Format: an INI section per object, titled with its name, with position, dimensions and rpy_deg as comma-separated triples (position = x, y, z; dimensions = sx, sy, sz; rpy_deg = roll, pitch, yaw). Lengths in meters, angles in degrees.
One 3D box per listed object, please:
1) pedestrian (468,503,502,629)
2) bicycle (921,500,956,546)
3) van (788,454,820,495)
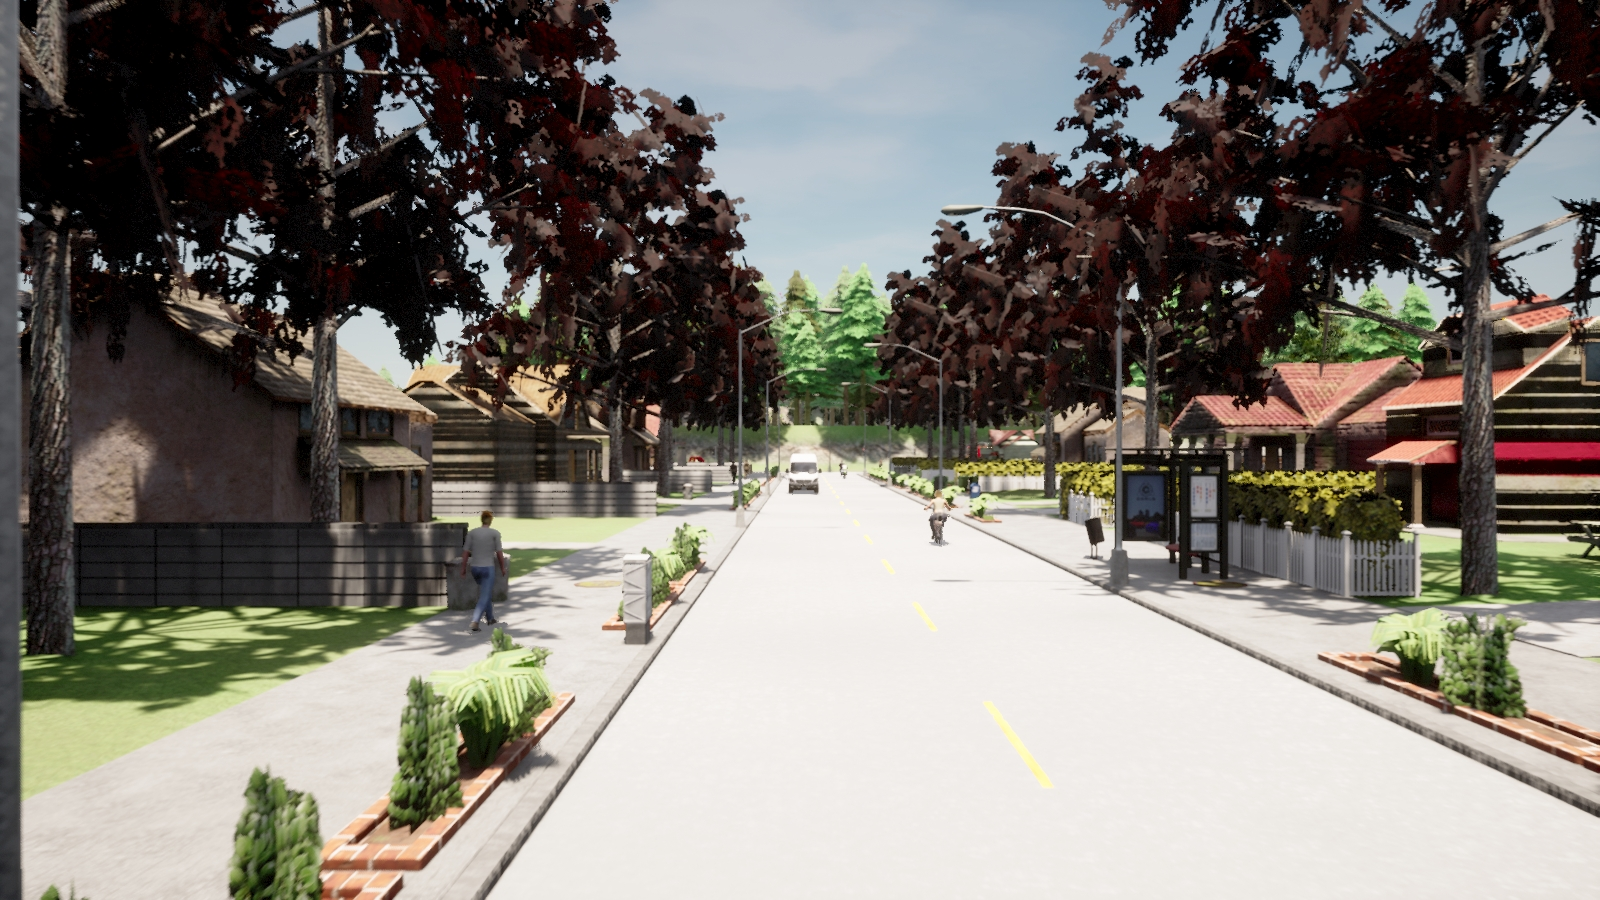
[pedestrian]
position = -4.754, 1.745, 17.251
dimensions = 0.375, 1.860, 0.375
rpy_deg = 0, 0, 9
[bicycle]
position = 4.128, 2.163, 34.154
dimensions = 0.859, 1.276, 1.487
rpy_deg = 0, 0, 0
[van]
position = 0.243, 1.544, 74.667
dimensions = 1.988, 2.561, 5.915
rpy_deg = 0, 0, 0
